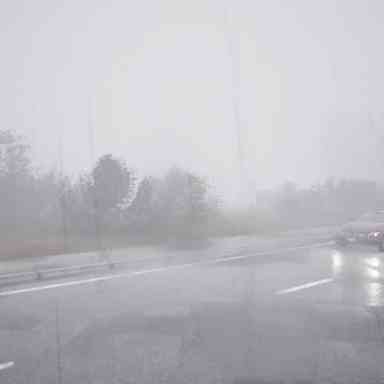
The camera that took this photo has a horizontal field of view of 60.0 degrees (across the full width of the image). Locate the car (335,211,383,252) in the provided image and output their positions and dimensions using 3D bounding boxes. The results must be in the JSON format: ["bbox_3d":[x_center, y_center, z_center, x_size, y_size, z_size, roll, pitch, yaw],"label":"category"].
[{"bbox_3d":[7.926,1.528,13.961,4.674,1.442,1.812,0,0,-36],"label":"car"}]
